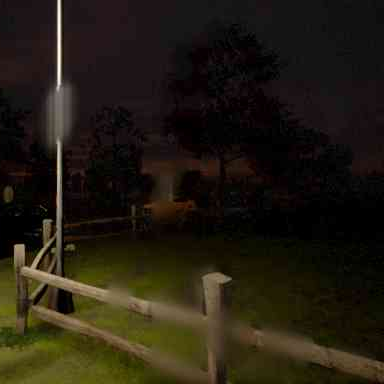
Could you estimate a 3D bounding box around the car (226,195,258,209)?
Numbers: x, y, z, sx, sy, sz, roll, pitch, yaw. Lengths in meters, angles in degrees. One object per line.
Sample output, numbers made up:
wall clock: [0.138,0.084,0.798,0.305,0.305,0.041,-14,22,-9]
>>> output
car: [5.287,0.977,35.260,1.994,1.385,4.181,0,1,37]

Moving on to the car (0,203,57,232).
car: [-9.021,1.325,16.626,1.837,1.490,4.892,0,1,42]

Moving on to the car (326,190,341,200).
car: [23.440,0.485,54.791,1.837,1.490,4.892,0,1,36]

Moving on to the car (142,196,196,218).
car: [-1.693,1.091,25.867,1.882,1.535,5.008,0,2,37]

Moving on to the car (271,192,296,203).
car: [12.269,0.693,44.608,1.882,1.535,5.008,0,1,37]
